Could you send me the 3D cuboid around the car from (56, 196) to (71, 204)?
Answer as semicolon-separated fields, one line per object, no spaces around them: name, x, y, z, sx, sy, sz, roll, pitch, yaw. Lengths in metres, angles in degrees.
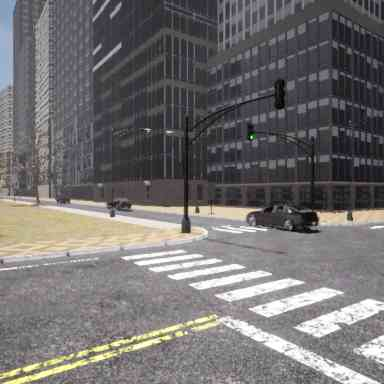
car;-24.713;1.512;63.735;1.837;1.490;4.892;0;0;-35

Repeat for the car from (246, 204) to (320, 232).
car;5.456;1.508;20.619;1.837;1.490;4.892;0;0;-34

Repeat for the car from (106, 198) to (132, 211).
car;-9.194;1.493;41.596;2.128;1.511;4.902;0;0;-35
